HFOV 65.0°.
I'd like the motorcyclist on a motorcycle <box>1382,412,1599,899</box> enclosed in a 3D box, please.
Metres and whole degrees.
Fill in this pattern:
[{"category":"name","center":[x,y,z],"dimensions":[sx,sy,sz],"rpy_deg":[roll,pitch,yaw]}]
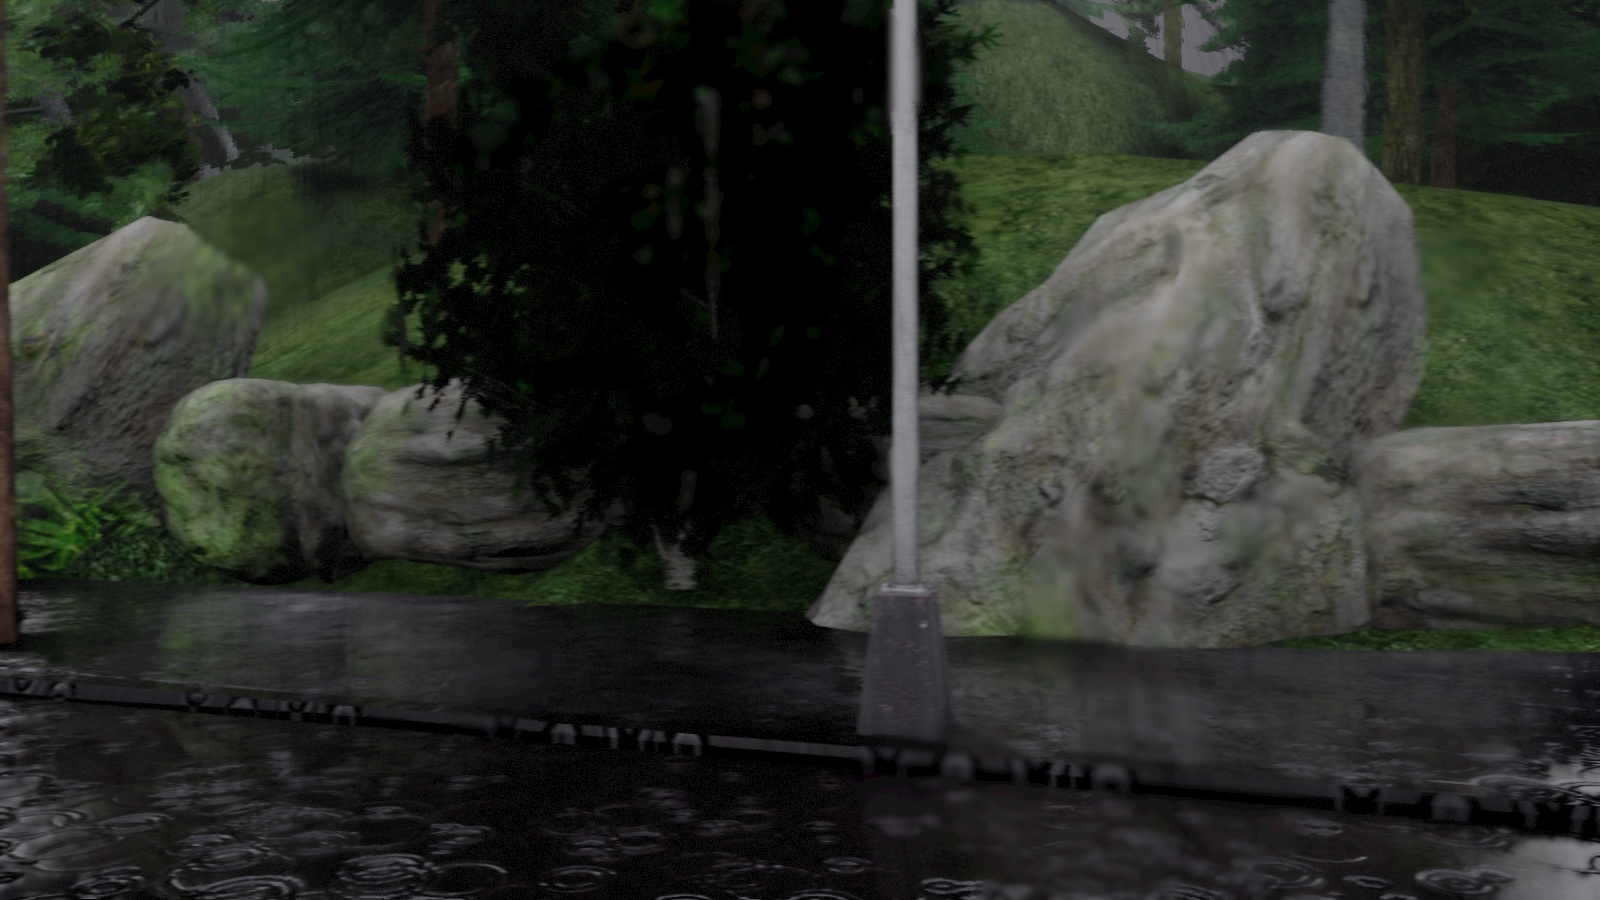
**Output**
[{"category":"motorcyclist on a motorcycle","center":[2.650,0.742,2.828],"dimensions":[2.350,1.649,0.766],"rpy_deg":[0,1,19]}]
